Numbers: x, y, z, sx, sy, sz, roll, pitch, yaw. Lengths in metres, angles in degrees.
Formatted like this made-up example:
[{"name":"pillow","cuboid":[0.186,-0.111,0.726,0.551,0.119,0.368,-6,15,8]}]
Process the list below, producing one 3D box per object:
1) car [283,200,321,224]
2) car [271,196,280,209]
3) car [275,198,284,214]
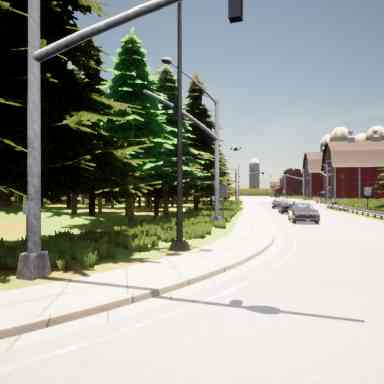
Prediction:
[{"name":"car","cuboid":[8.389,1.547,25.308,2.033,1.411,5.357,0,0,10]},{"name":"car","cuboid":[11.786,1.564,44.727,1.994,1.385,4.181,0,0,9]},{"name":"car","cuboid":[10.116,1.601,34.804,1.895,1.301,4.718,0,0,10]}]
